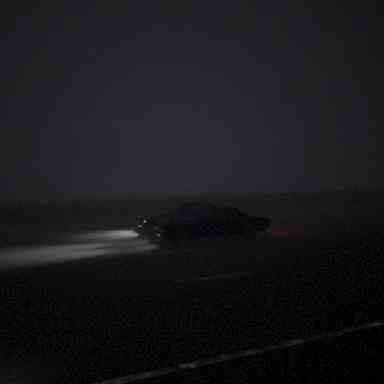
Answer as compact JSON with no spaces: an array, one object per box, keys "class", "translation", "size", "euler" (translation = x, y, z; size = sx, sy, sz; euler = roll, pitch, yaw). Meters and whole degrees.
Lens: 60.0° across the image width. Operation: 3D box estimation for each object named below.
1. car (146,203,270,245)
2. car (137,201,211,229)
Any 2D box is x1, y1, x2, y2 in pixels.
[{"class":"car","translation":[0.743,1.298,13.815],"size":[4.718,1.301,1.895],"euler":[-2,1,-20]},{"class":"car","translation":[-0.077,1.202,17.240],"size":[5.357,1.411,2.033],"euler":[-2,1,-20]}]
